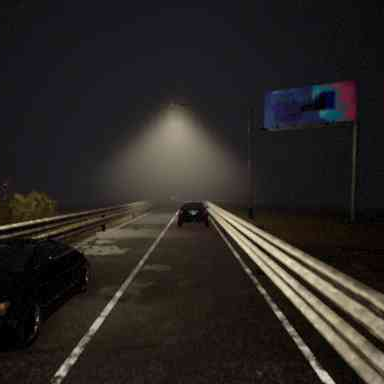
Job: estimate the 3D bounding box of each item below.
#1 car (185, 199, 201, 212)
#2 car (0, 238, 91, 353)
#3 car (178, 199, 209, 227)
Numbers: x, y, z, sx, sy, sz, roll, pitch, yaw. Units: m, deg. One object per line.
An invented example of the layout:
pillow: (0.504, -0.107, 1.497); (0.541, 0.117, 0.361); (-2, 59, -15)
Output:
car: (0.088, 1.645, 41.329); (1.837, 1.490, 4.892); (0, 0, 0)
car: (-3.351, 1.585, 6.132); (1.994, 1.385, 4.181); (0, 0, 0)
car: (0.092, 1.434, 23.911); (2.097, 1.767, 4.553); (0, 0, 0)
